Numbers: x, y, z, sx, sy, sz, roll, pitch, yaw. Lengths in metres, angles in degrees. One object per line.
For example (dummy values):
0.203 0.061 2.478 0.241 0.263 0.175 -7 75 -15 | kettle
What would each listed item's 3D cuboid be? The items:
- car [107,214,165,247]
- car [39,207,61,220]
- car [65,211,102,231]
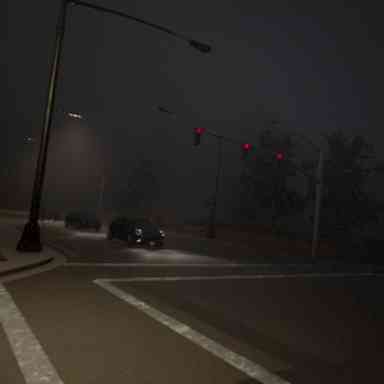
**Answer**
-3.504 2.340 20.732 2.097 1.767 4.553 9 -5 -36 | car
-16.908 2.457 39.053 2.033 1.411 5.357 9 -5 -36 | car
-9.450 2.430 28.845 1.882 1.535 5.008 9 -5 -36 | car
